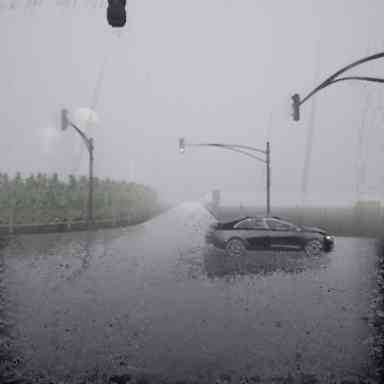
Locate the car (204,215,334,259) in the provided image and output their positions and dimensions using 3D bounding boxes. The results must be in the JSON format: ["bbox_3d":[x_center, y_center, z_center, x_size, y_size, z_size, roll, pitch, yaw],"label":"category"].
[{"bbox_3d":[2.906,1.658,12.842,4.902,1.511,2.128,1,-1,-3],"label":"car"}]
